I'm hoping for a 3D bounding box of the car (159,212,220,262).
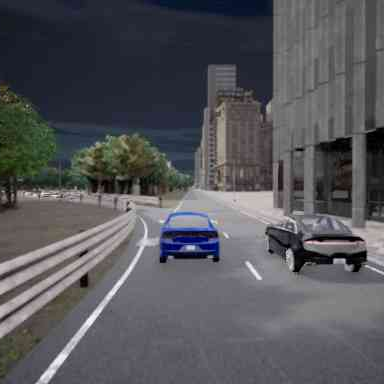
[{"bbox_3d":[-0.183,1.446,12.027,1.882,1.535,5.008,0,0,-3],"label":"car"}]

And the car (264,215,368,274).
[{"bbox_3d":[3.583,1.464,10.491,2.128,1.511,4.902,0,0,0],"label":"car"}]

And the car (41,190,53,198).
[{"bbox_3d":[-34.099,0.374,77.871,2.097,1.767,4.553,0,2,-39],"label":"car"}]

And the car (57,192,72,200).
[{"bbox_3d":[-26.993,0.831,70.540,4.892,1.490,1.837,1,1,44],"label":"car"}]
